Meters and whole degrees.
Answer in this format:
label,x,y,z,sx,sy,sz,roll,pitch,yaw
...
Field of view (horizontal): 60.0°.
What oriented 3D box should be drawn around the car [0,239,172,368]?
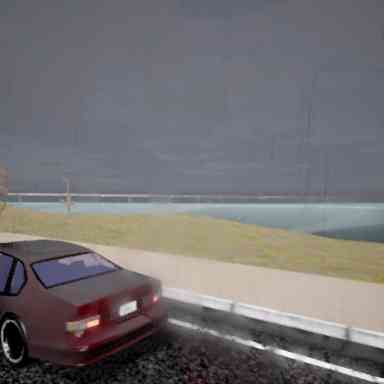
label,x,y,z,sx,sy,sz,roll,pitch,yaw
car,-2.887,1.565,5.772,5.357,1.411,2.033,0,0,35
